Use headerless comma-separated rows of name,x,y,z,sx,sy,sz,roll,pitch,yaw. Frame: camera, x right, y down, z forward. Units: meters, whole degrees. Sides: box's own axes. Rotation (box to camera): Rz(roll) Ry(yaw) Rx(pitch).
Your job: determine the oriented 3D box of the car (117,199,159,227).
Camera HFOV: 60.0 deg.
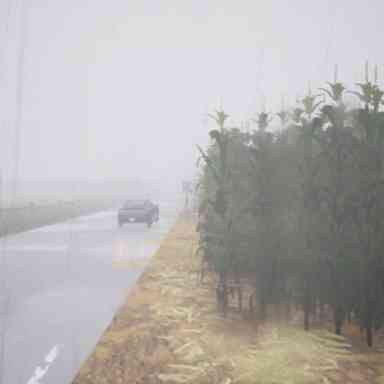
car,-3.099,1.177,19.852,2.128,1.511,4.902,0,1,1
